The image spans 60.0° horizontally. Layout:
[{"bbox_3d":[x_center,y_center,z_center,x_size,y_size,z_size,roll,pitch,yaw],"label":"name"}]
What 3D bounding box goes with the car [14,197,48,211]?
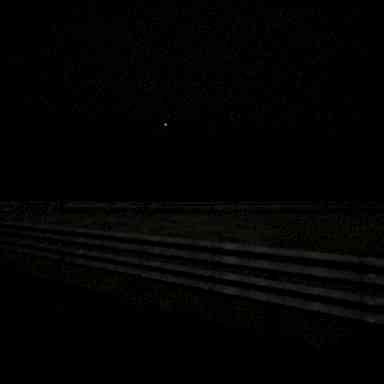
[{"bbox_3d":[-21.825,1.604,45.211,4.553,1.767,2.097,0,0,14],"label":"car"}]
